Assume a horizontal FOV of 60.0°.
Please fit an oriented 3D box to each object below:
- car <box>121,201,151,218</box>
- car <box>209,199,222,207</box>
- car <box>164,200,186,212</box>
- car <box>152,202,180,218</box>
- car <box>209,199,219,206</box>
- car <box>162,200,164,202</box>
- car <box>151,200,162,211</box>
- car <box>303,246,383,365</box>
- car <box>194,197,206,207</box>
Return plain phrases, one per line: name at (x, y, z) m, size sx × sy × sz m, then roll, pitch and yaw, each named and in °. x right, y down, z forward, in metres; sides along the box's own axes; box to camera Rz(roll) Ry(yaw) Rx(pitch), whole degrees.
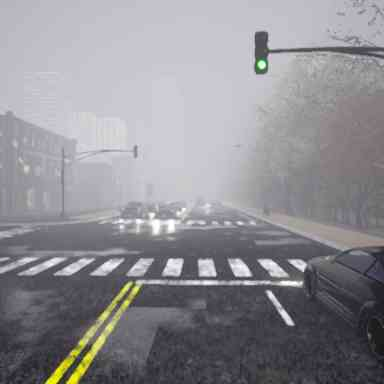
car at (-5.851, 1.699, 34.159) m, size 2.097 × 1.767 × 4.553 m, roll 0°, pitch -1°, yaw 2°
car at (4.858, 2.184, 65.435) m, size 2.128 × 1.511 × 4.902 m, roll 0°, pitch -1°, yaw 1°
car at (-2.298, 2.023, 45.886) m, size 2.033 × 1.411 × 5.357 m, roll 0°, pitch -1°, yaw 2°
car at (-2.580, 1.954, 34.121) m, size 1.895 × 1.301 × 4.718 m, roll 0°, pitch -1°, yaw 1°
car at (4.992, 2.348, 75.523) m, size 1.994 × 1.385 × 4.181 m, roll 0°, pitch -1°, yaw 1°
car at (-5.295, 2.119, 55.903) m, size 2.033 × 1.411 × 5.357 m, roll 0°, pitch 0°, yaw 2°
car at (-5.595, 2.014, 44.121) m, size 1.994 × 1.385 × 4.181 m, roll 0°, pitch -1°, yaw 1°
car at (3.462, 1.636, 5.882) m, size 1.994 × 1.385 × 4.181 m, roll 0°, pitch -1°, yaw 1°
car at (1.610, 2.196, 65.991) m, size 1.837 × 1.490 × 4.892 m, roll 0°, pitch -1°, yaw 1°
